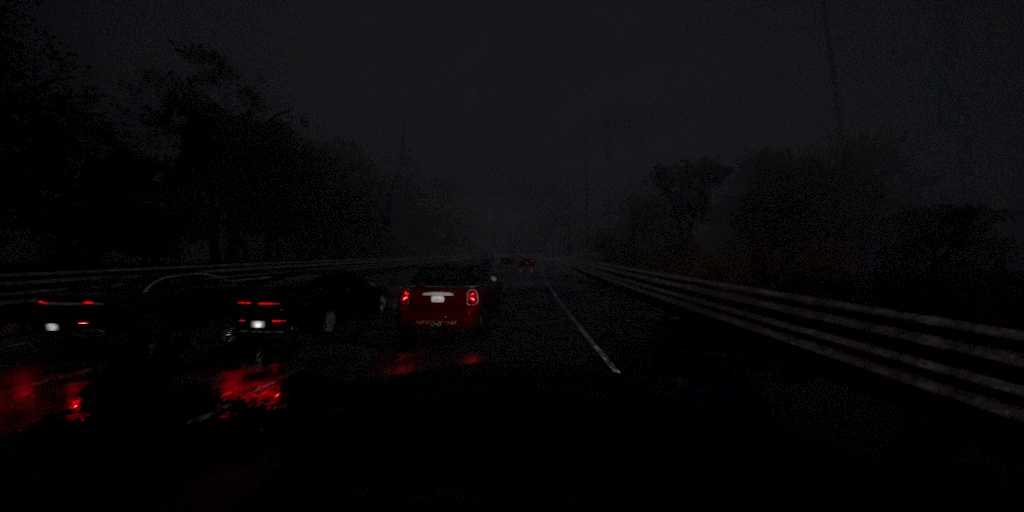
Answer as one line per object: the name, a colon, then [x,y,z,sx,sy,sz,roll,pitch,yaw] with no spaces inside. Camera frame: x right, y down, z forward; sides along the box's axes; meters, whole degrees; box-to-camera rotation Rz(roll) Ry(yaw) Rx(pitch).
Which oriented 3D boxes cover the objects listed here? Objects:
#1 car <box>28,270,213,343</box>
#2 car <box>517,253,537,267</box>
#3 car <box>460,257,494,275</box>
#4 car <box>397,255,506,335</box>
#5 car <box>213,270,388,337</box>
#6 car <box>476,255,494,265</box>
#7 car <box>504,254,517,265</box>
car: [-8.625,1.112,9.283,2.128,1.511,4.902,0,1,4]
car: [2.105,0.677,46.930,1.812,1.442,4.674,0,1,7]
car: [-3.046,0.871,32.724,2.033,1.411,5.357,0,1,6]
car: [-1.533,0.981,10.315,2.097,1.767,4.553,0,1,4]
car: [-5.074,1.131,9.830,1.837,1.490,4.892,0,1,4]
car: [-4.041,0.605,54.079,1.994,1.385,4.181,0,1,7]
car: [-0.467,0.524,54.443,1.882,1.535,5.008,0,1,8]
